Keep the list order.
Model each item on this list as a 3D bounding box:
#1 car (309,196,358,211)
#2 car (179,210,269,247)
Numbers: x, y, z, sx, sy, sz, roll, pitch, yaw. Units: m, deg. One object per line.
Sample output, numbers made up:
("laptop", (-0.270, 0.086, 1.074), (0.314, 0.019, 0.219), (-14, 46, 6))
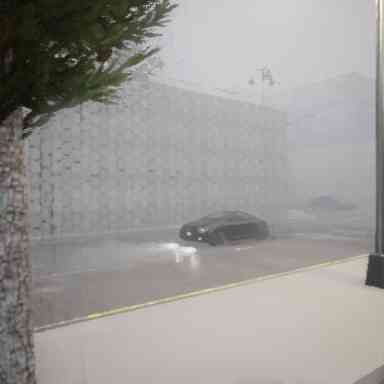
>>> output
("car", (14.710, 1.121, 34.752), (1.895, 1.301, 4.718), (0, 5, -33))
("car", (1.499, 1.528, 14.875), (4.181, 1.385, 1.994), (0, 0, -35))
